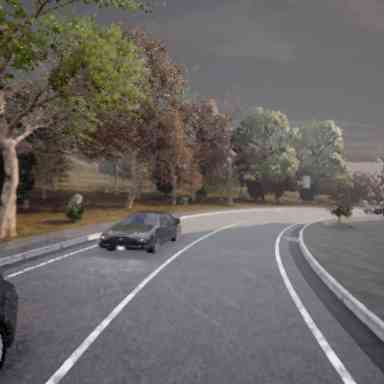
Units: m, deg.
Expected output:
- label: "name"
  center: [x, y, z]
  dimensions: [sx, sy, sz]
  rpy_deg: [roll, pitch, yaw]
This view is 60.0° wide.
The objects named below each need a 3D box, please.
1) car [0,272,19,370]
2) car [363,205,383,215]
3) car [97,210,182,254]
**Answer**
- label: "car"
  center: [-3.268, 1.470, 2.437]
  dimensions: [1.837, 1.490, 4.892]
  rpy_deg: [1, 0, 3]
- label: "car"
  center: [28.361, 2.702, 51.542]
  dimensions: [5.357, 1.411, 2.033]
  rpy_deg: [3, 3, -42]
- label: "car"
  center: [-1.794, 1.478, 13.604]
  dimensions: [2.033, 1.411, 5.357]
  rpy_deg: [2, 0, 12]
